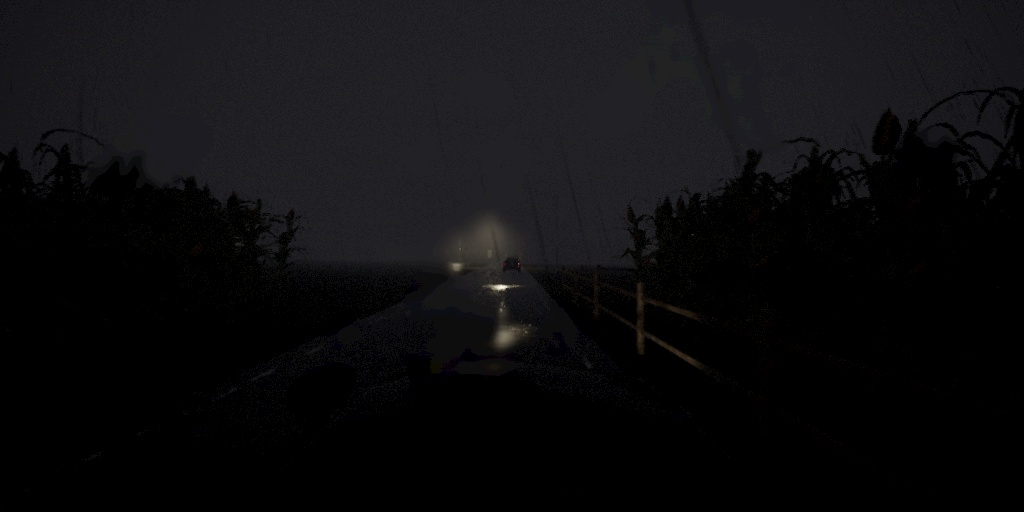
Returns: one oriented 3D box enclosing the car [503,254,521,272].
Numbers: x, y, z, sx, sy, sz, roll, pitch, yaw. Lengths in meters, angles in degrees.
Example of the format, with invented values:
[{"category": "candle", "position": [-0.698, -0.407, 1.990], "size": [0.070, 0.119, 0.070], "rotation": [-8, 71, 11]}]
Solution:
[{"category": "car", "position": [-0.010, 0.925, 42.891], "size": [2.097, 1.767, 4.553], "rotation": [0, 0, 0]}]
